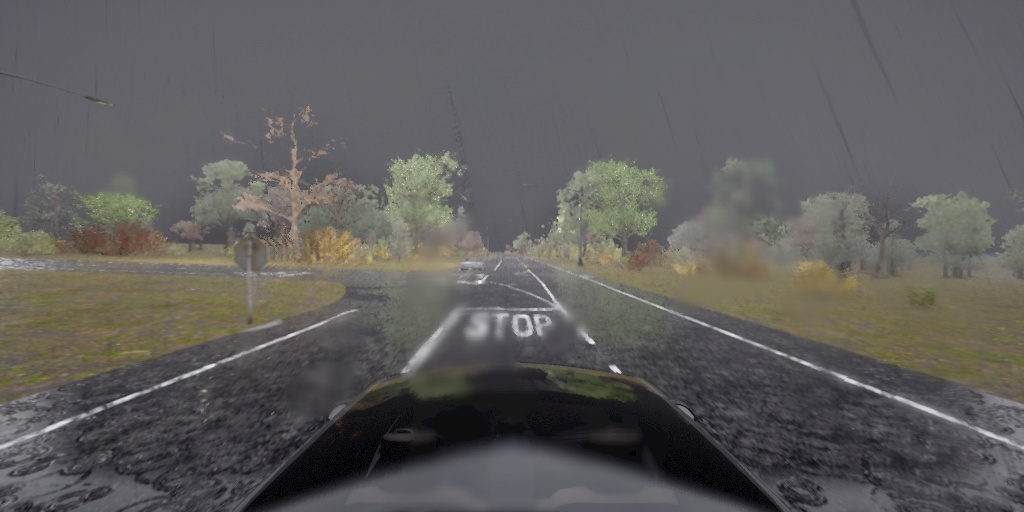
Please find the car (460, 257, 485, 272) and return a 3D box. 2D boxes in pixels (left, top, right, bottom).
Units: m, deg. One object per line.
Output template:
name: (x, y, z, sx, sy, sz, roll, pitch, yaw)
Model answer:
car: (-3.522, 0.782, 32.452, 1.895, 1.301, 4.718, 1, -1, 0)
